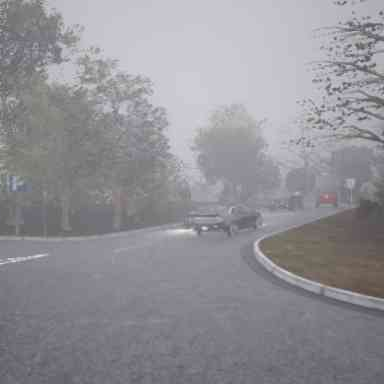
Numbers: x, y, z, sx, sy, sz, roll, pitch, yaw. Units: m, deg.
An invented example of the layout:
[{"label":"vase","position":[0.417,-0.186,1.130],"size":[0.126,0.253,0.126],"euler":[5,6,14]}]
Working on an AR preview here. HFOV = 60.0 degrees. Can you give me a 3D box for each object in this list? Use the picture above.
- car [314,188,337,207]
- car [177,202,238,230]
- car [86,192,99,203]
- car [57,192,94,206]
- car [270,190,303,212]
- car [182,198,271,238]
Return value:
[{"label":"car","position":[14.964,0.592,37.232],"size":[2.150,2.045,5.566],"euler":[-2,0,20]},{"label":"car","position":[1.105,1.498,21.651],"size":[1.994,1.385,4.181],"euler":[-3,-1,34]},{"label":"car","position":[-15.179,1.105,54.561],"size":[2.128,1.511,4.902],"euler":[-4,-1,39]},{"label":"car","position":[-19.075,1.069,54.678],"size":[2.150,2.045,5.566],"euler":[-3,-1,35]},{"label":"car","position":[9.527,0.831,33.502],"size":[2.150,2.045,5.566],"euler":[-3,0,34]},{"label":"car","position":[1.891,1.331,16.685],"size":[2.128,1.511,4.902],"euler":[-4,-1,34]}]
